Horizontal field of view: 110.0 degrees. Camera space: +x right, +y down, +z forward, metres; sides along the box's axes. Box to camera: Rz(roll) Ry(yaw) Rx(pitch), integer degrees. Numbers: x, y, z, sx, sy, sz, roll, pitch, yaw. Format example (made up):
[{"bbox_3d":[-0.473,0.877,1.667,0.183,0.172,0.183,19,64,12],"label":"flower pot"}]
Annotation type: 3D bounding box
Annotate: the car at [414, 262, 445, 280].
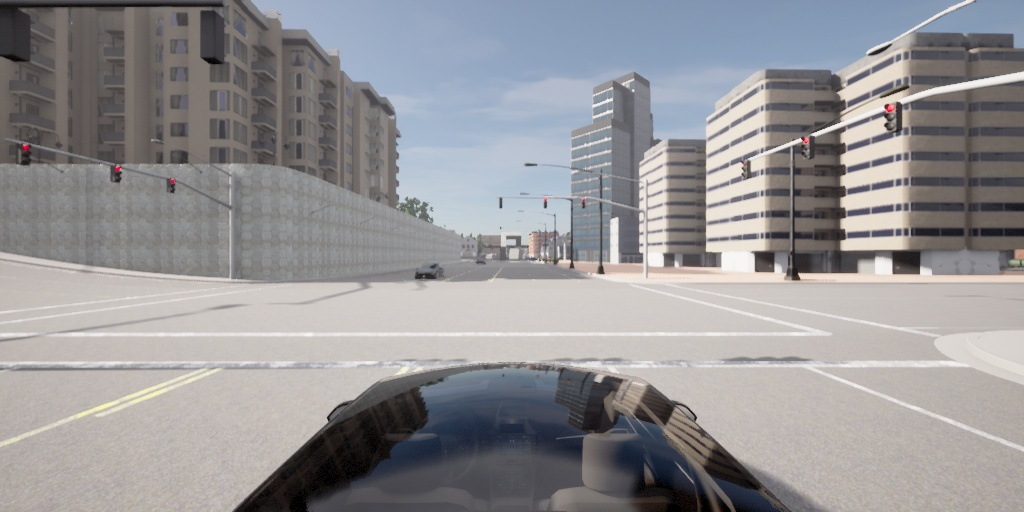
[{"bbox_3d":[-6.987,1.294,30.858,1.837,1.490,4.892,0,1,0],"label":"car"}]
